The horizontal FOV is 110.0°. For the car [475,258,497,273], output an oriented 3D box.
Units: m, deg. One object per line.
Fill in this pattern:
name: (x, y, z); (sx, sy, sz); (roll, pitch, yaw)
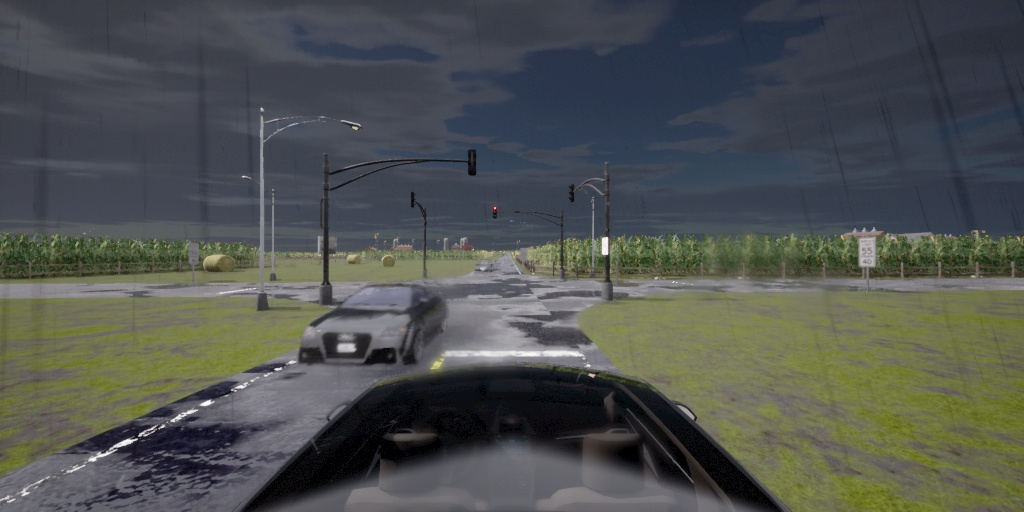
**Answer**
car: (-3.217, 1.258, 42.009); (2.128, 1.511, 4.902); (0, 1, -1)

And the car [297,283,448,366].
car: (-2.678, 1.315, 7.863); (1.994, 1.385, 4.181); (0, 0, 1)
